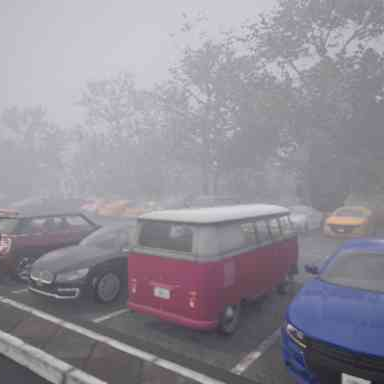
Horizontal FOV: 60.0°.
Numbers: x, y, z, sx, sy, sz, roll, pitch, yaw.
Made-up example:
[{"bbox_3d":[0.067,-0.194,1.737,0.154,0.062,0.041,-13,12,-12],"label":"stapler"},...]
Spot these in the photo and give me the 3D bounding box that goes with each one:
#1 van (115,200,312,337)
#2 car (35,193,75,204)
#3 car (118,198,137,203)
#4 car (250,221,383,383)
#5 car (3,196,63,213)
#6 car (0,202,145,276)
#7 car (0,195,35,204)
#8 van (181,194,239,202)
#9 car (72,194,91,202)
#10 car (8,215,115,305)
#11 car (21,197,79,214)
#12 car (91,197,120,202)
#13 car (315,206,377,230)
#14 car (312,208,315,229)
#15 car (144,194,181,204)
[{"bbox_3d":[0.805,1.280,6.854,1.878,1.987,4.442,0,0,36],"label":"van"},{"bbox_3d":[-12.053,1.103,32.151,2.435,2.045,5.566,1,1,36],"label":"car"},{"bbox_3d":[-2.821,1.441,25.683,1.946,1.575,5.366,0,0,36],"label":"car"},{"bbox_3d":[2.996,1.517,5.136,2.097,1.535,5.008,0,0,36],"label":"car"},{"bbox_3d":[-16.704,1.259,35.244,1.946,1.575,5.366,1,1,36],"label":"car"},{"bbox_3d":[-3.898,1.356,10.065,2.185,1.767,4.553,0,0,36],"label":"car"},{"bbox_3d":[-10.532,1.193,14.925,2.435,2.045,5.566,0,0,36],"label":"car"},{"bbox_3d":[1.521,1.243,22.179,1.878,1.987,4.442,0,0,36],"label":"van"},{"bbox_3d":[-7.527,1.288,28.889,2.185,1.767,4.553,1,0,36],"label":"car"},{"bbox_3d":[-1.518,1.496,8.394,2.231,1.521,4.892,0,0,36],"label":"car"},{"bbox_3d":[-14.331,1.312,33.766,2.097,1.535,5.008,1,1,36],"label":"car"},{"bbox_3d":[-5.291,1.431,27.230,2.097,1.535,5.008,0,0,36],"label":"car"},{"bbox_3d":[8.366,1.505,17.390,2.097,1.535,5.008,0,0,36],"label":"car"},{"bbox_3d":[6.106,1.534,19.017,2.002,1.452,4.674,0,0,36],"label":"car"},{"bbox_3d":[-0.686,1.205,23.880,2.435,2.045,5.566,0,0,36],"label":"car"}]
